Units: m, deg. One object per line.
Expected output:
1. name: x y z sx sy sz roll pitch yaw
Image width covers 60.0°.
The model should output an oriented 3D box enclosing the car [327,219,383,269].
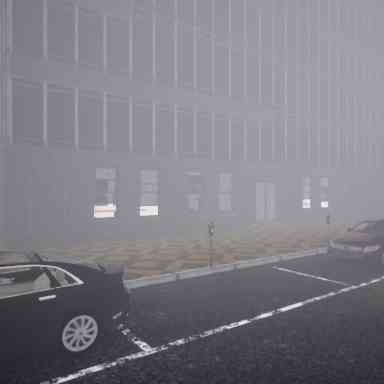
1. car: 6.259 1.582 11.057 4.206 1.307 1.802 0 0 -36

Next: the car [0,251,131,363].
1. car: -2.993 1.551 4.424 4.403 1.369 2.008 0 0 -36
